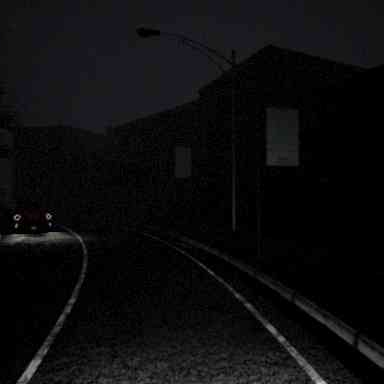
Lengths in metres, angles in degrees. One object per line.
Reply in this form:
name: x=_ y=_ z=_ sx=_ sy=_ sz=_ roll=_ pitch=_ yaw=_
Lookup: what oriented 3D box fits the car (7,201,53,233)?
car: x=-9.674 y=1.353 z=19.739 sx=2.097 sy=1.767 sz=4.553 roll=0 pitch=0 yaw=-33
